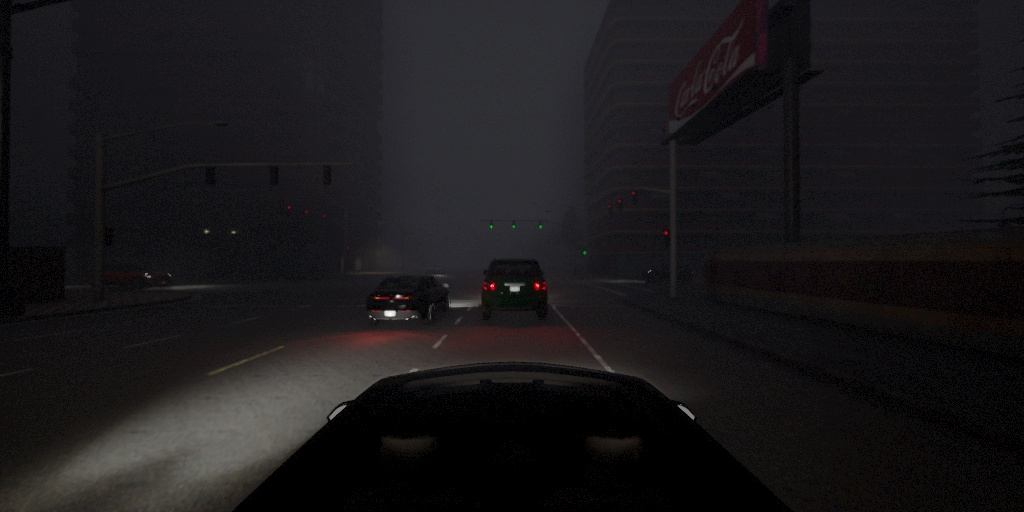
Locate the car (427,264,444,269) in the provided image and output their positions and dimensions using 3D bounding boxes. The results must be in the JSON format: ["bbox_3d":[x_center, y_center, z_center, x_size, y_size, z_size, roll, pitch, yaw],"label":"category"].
[{"bbox_3d":[-10.484,1.839,49.034,1.812,1.442,4.674,0,-1,0],"label":"car"}]

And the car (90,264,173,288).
[{"bbox_3d":[-28.067,1.399,26.574,4.553,1.767,2.097,0,-1,0],"label":"car"}]

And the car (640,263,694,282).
[{"bbox_3d":[14.602,1.487,33.991,4.553,1.767,2.097,0,-1,0],"label":"car"}]

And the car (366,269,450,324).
[{"bbox_3d":[-3.415,1.384,12.495,1.837,1.490,4.892,0,0,0],"label":"car"}]

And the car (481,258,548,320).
[{"bbox_3d":[0.081,1.113,13.506,2.150,2.045,5.566,0,0,0],"label":"car"}]
